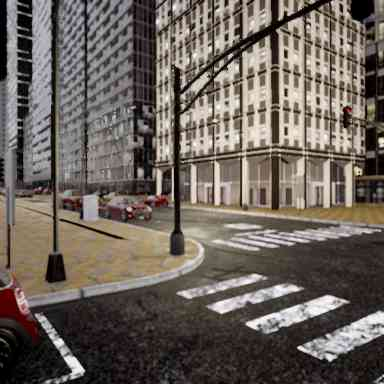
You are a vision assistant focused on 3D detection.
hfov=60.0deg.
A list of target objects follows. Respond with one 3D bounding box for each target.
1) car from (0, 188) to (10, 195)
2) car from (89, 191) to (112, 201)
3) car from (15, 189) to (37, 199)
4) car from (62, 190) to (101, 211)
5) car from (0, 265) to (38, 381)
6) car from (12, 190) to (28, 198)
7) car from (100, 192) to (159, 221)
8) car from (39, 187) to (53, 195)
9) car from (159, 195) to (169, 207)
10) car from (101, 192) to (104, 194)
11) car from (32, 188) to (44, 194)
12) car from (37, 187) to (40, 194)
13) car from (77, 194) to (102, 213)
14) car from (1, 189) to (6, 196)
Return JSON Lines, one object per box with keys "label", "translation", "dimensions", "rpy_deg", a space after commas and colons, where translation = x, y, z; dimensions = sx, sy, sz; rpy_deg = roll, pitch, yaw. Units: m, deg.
{"label": "car", "translation": [-43.407, -0.122, 76.758], "dimensions": [1.887, 1.381, 4.507], "rpy_deg": [1, 0, -36]}
{"label": "car", "translation": [-13.837, 0.629, 50.058], "dimensions": [1.947, 1.339, 4.313], "rpy_deg": [1, 0, -36]}
{"label": "car", "translation": [-27.113, 0.414, 54.146], "dimensions": [1.887, 1.381, 4.507], "rpy_deg": [1, 0, -36]}
{"label": "car", "translation": [-10.812, 0.721, 31.534], "dimensions": [2.192, 1.841, 5.009], "rpy_deg": [1, 0, -36]}
{"label": "car", "translation": [-4.061, 1.441, 3.660], "dimensions": [4.097, 1.590, 1.967], "rpy_deg": [0, 0, -36]}
{"label": "car", "translation": [-30.372, 0.313, 58.669], "dimensions": [2.008, 1.369, 4.403], "rpy_deg": [1, 0, -36]}
{"label": "car", "translation": [-4.298, 1.061, 22.490], "dimensions": [1.967, 1.590, 4.097], "rpy_deg": [1, 0, -36]}
{"label": "car", "translation": [-33.397, -0.035, 77.201], "dimensions": [1.887, 1.381, 4.507], "rpy_deg": [1, 0, -36]}
{"label": "car", "translation": [-4.057, 0.968, 36.485], "dimensions": [1.802, 1.307, 4.206], "rpy_deg": [1, 0, -36]}
{"label": "car", "translation": [-10.675, 0.693, 45.672], "dimensions": [1.752, 1.417, 4.829], "rpy_deg": [1, 0, -36]}
{"label": "car", "translation": [-39.918, -0.228, 86.249], "dimensions": [1.947, 1.339, 4.313], "rpy_deg": [1, 0, -36]}
{"label": "car", "translation": [-36.652, -0.372, 81.724], "dimensions": [2.192, 1.841, 5.009], "rpy_deg": [1, 0, -36]}
{"label": "car", "translation": [-7.561, 1.095, 27.013], "dimensions": [1.802, 1.307, 4.206], "rpy_deg": [1, 0, -36]}
{"label": "car", "translation": [-36.890, 0.098, 67.713], "dimensions": [2.008, 1.369, 4.403], "rpy_deg": [1, 0, -36]}
